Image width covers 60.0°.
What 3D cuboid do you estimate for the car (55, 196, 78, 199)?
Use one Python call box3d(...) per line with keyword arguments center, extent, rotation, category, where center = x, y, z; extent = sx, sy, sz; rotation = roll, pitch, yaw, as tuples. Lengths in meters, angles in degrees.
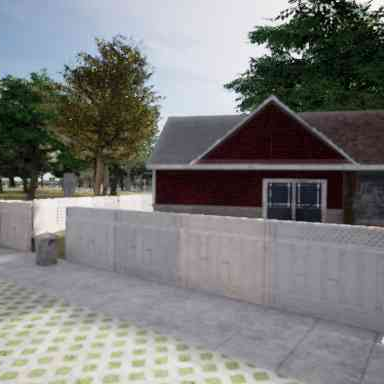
box3d(center=(-10.659, 1.036, 29.038), extent=(1.895, 1.301, 4.718), rotation=(1, 1, 12), category="car")
